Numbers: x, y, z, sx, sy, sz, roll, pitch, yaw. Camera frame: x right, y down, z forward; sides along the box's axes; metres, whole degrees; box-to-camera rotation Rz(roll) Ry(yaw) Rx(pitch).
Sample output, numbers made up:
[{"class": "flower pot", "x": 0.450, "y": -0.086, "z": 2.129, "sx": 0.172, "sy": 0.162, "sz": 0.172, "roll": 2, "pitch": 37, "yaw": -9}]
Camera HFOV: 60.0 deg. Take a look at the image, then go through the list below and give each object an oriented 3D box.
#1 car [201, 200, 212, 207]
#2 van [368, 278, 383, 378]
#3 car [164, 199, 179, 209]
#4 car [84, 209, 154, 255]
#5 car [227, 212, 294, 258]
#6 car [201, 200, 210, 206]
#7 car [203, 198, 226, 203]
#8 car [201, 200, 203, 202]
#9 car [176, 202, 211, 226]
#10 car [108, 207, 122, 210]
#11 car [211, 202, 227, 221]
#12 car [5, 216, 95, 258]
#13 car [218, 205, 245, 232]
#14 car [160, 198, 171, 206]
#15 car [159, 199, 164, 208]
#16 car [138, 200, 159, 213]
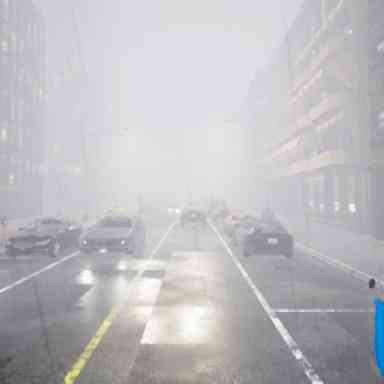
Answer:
[{"class": "car", "x": 2.740, "y": 2.219, "z": 64.171, "sx": 1.947, "sy": 1.339, "sz": 4.313, "roll": 1, "pitch": -1, "yaw": 0}, {"class": "van", "x": 2.706, "y": 1.363, "z": 1.957, "sx": 1.690, "sy": 1.788, "sz": 3.998, "roll": 1, "pitch": -1, "yaw": 0}, {"class": "car", "x": -2.992, "y": 2.066, "z": 56.386, "sx": 2.128, "sy": 1.511, "sz": 4.902, "roll": 0, "pitch": -1, "yaw": 1}, {"class": "car", "x": -3.085, "y": 1.695, "z": 14.257, "sx": 2.033, "sy": 1.411, "sz": 5.357, "roll": 0, "pitch": -1, "yaw": 0}, {"class": "car", "x": 2.722, "y": 1.704, "z": 13.266, "sx": 1.947, "sy": 1.339, "sz": 4.313, "roll": 1, "pitch": -1, "yaw": 0}, {"class": "car", "x": 2.746, "y": 2.292, "z": 69.827, "sx": 1.802, "sy": 1.307, "sz": 4.206, "roll": 1, "pitch": -1, "yaw": 0}, {"class": "car", "x": 2.712, "y": 1.683, "z": 35.893, "sx": 2.192, "sy": 1.841, "sz": 5.009, "roll": 1, "pitch": -1, "yaw": 0}, {"class": "car", "x": 0.147, "y": 1.972, "z": 41.550, "sx": 2.033, "sy": 1.411, "sz": 5.357, "roll": 0, "pitch": -1, "yaw": 0}, {"class": "car", "x": 0.130, "y": 1.771, "z": 26.153, "sx": 2.163, "sy": 1.488, "sz": 4.792, "roll": 0, "pitch": -1, "yaw": 0}, {"class": "car", "x": -5.651, "y": 1.777, "z": 24.456, "sx": 1.752, "sy": 1.417, "sz": 4.829, "roll": 1, "pitch": -1, "yaw": 0}, {"class": "car", "x": 2.701, "y": 1.892, "z": 30.235, "sx": 1.802, "sy": 1.307, "sz": 4.206, "roll": 1, "pitch": -1, "yaw": 0}, {"class": "car", "x": -5.664, "y": 1.689, "z": 13.314, "sx": 2.008, "sy": 1.369, "sz": 4.403, "roll": 1, "pitch": -1, "yaw": 0}, {"class": "car", "x": 2.734, "y": 1.723, "z": 19.093, "sx": 1.752, "sy": 1.417, "sz": 4.829, "roll": 1, "pitch": -1, "yaw": 0}, {"class": "car", "x": -5.599, "y": 2.150, "z": 69.875, "sx": 1.967, "sy": 1.590, "sz": 4.097, "roll": 1, "pitch": -1, "yaw": 0}, {"class": "car", "x": -5.626, "y": 2.033, "z": 47.250, "sx": 2.008, "sy": 1.369, "sz": 4.403, "roll": 1, "pitch": -1, "yaw": 0}, {"class": "car", "x": -5.632, "y": 1.976, "z": 41.594, "sx": 2.008, "sy": 1.369, "sz": 4.403, "roll": 1, "pitch": -1, "yaw": 0}]
